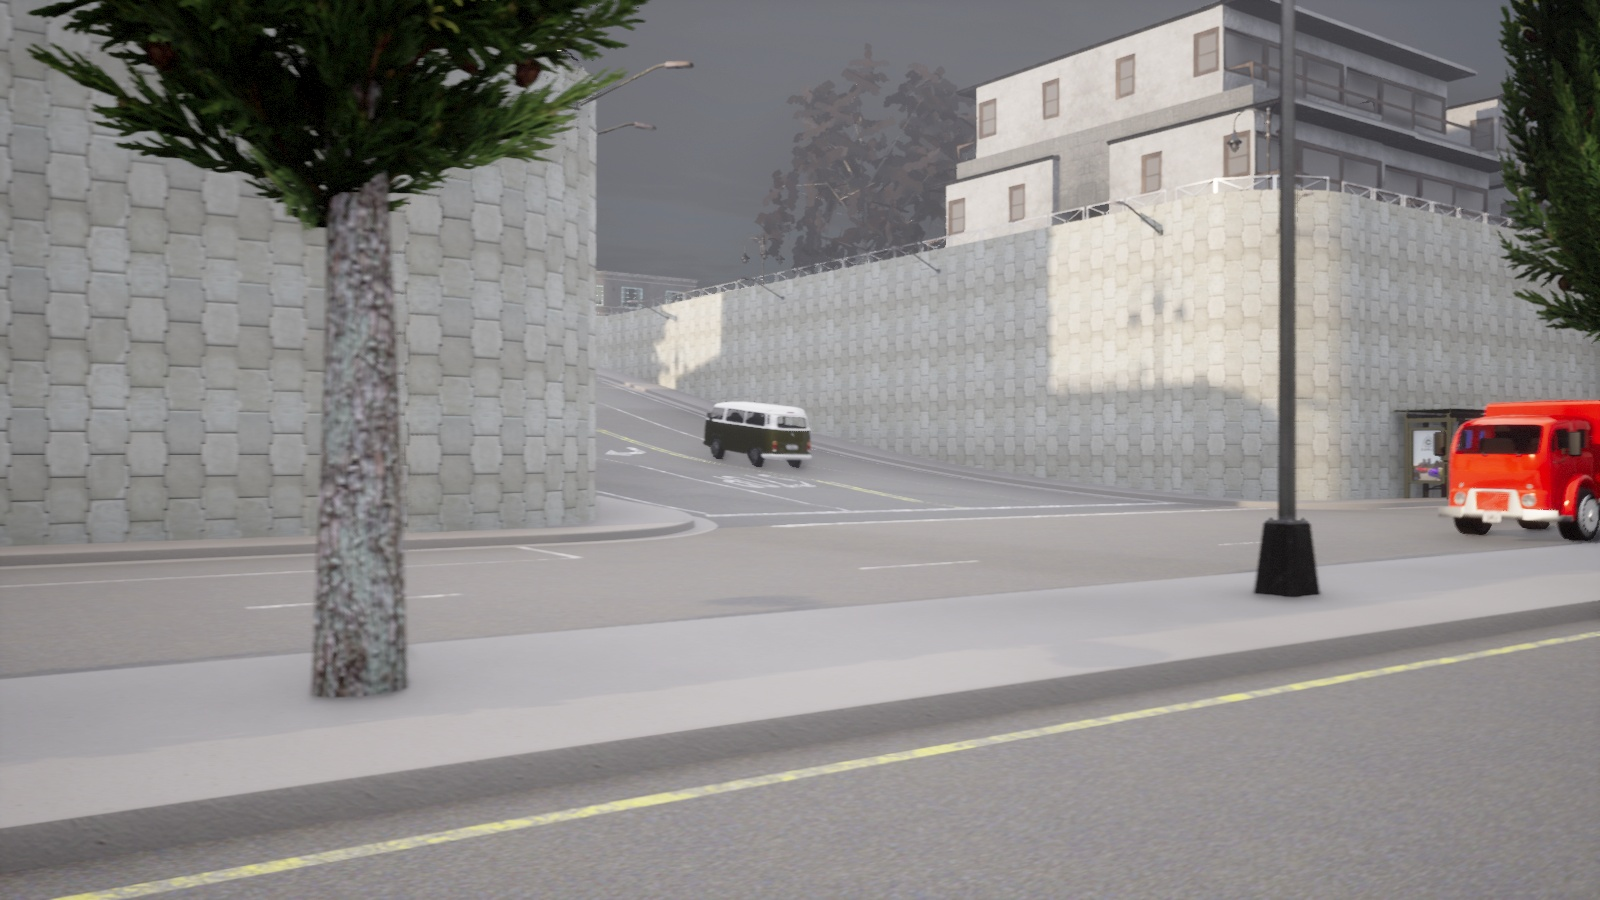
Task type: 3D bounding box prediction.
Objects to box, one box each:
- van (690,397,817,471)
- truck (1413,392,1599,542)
[{"bbox_3d":[-1.635,-0.578,42.164,2.069,2.038,4.480,1,5,-35],"label":"van"},{"bbox_3d":[13.984,0.279,23.140,5.204,2.467,2.627,0,0,-35],"label":"truck"}]
